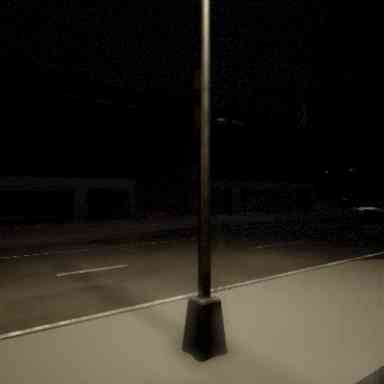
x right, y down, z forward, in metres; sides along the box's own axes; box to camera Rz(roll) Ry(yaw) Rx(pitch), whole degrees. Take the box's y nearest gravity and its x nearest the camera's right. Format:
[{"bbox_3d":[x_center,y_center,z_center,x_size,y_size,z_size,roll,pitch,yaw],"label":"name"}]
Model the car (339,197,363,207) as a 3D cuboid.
[{"bbox_3d":[23.804,1.502,49.948,2.128,1.511,4.902,0,0,1],"label":"car"}]
